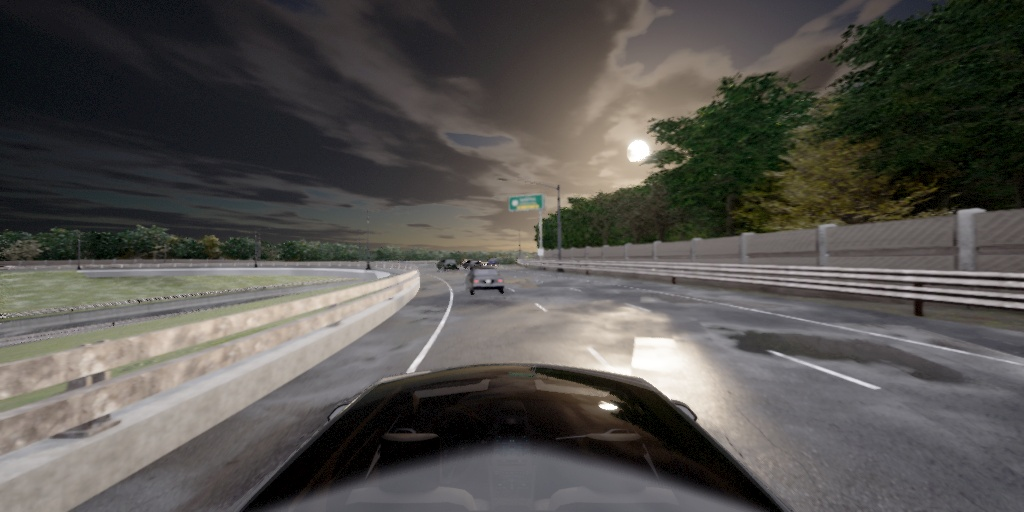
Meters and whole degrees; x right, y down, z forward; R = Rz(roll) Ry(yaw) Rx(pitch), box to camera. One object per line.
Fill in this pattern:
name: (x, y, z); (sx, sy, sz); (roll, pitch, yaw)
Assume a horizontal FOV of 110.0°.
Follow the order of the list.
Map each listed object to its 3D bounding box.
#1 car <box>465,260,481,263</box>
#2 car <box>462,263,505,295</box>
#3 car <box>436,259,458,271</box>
car: (-6.036, 1.349, 53.739); (1.837, 1.490, 4.892); (0, 0, -28)
car: (-1.617, 1.323, 20.321); (2.033, 1.411, 5.357); (-1, 0, -10)
car: (-9.651, 1.254, 52.983); (2.097, 1.767, 4.553); (-1, 0, -29)
